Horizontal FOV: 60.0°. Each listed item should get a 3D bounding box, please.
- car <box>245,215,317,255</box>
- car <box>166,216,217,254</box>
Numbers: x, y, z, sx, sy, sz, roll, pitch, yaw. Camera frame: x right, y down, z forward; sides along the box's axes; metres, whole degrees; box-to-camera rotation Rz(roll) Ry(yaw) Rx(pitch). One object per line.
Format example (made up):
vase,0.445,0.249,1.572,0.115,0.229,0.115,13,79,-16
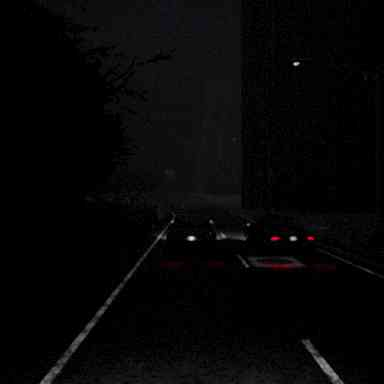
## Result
car,3.492,1.683,13.978,2.033,1.411,5.357,0,-1,0
car,-0.011,1.703,14.274,1.994,1.385,4.181,0,-1,0
